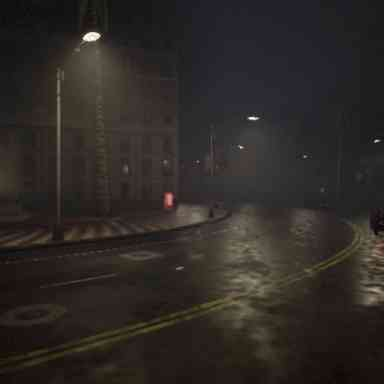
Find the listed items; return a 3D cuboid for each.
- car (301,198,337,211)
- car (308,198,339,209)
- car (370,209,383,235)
[{"bbox_3d":[14.918,1.494,39.956,2.033,1.411,5.357,0,0,-4],"label":"car"},{"bbox_3d":[17.709,1.504,45.056,1.994,1.385,4.181,0,0,-9],"label":"car"},{"bbox_3d":[10.904,1.578,18.259,1.895,1.301,4.718,0,0,25],"label":"car"}]
